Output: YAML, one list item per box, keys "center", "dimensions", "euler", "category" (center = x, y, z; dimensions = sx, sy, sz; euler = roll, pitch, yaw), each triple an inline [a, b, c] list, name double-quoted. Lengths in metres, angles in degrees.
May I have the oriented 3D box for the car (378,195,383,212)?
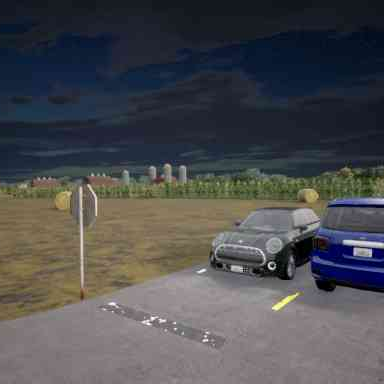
- center: [19.213, 1.093, 31.789]
  dimensions: [1.837, 1.490, 4.892]
  euler: [0, 0, 38]
  category: "car"

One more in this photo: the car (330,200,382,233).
- center: [9.605, 1.293, 19.222]
  dimensions: [1.812, 1.442, 4.674]
  euler: [0, 1, 38]
  category: "car"

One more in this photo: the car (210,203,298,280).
- center: [2.450, 1.250, 9.835]
  dimensions: [2.097, 1.767, 4.553]
  euler: [0, 1, 37]
  category: "car"

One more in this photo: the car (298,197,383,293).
- center: [4.636, 1.130, 8.000]
  dimensions: [2.150, 2.045, 5.566]
  euler: [0, 1, 37]
  category: "car"
